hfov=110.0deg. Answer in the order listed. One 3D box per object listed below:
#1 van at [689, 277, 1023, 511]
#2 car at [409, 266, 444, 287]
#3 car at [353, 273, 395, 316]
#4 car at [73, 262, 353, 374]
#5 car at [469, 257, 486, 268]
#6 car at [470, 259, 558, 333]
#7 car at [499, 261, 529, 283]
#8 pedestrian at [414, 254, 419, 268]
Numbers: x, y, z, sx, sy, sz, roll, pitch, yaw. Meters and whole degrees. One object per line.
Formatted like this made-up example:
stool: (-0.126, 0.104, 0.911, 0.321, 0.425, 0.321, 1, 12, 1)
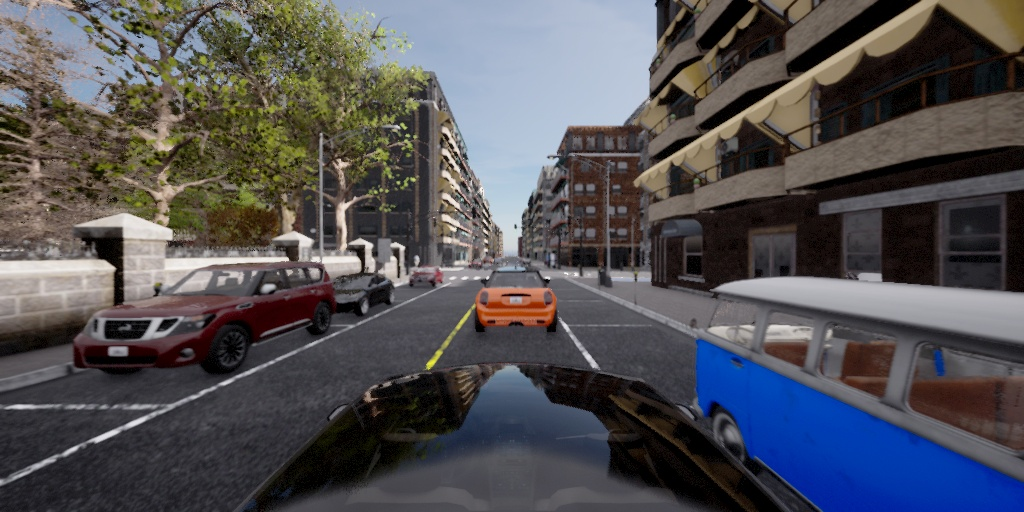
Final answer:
van: (2.691, 1.090, 2.162, 1.690, 1.789, 3.998, 0, 0, 0)
car: (-5.688, 1.307, 24.302, 1.802, 1.307, 4.207, 0, 0, 0)
car: (-5.688, 1.303, 13.232, 1.948, 1.339, 4.313, 0, 0, 0)
car: (-5.689, 1.058, 7.697, 2.192, 1.841, 5.009, 0, 0, 0)
car: (-5.686, 1.132, 56.713, 1.967, 1.591, 4.097, 0, 0, 0)
car: (0.102, 1.091, 10.830, 2.097, 1.767, 4.553, 0, 0, 0)
car: (0.251, 1.212, 28.409, 2.128, 1.511, 4.902, 0, 0, 3)
pedestrian: (-12.710, 0.605, 47.705, 0.375, 1.860, 0.375, 0, -1, -1)
